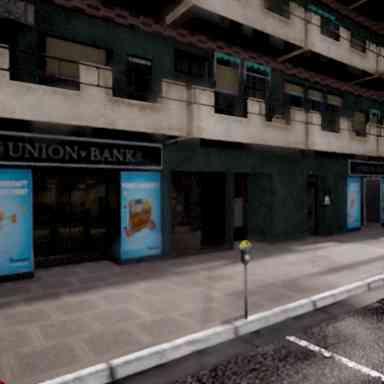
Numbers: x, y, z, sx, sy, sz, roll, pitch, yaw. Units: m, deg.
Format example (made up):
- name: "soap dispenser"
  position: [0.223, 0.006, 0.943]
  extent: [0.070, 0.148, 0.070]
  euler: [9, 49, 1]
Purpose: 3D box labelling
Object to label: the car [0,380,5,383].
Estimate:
- name: "car"
  position: [-2.659, 1.562, 0.543]
  extent: [4.507, 1.381, 1.887]
  euler: [-1, 0, -35]
